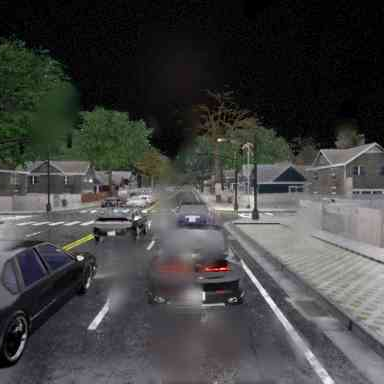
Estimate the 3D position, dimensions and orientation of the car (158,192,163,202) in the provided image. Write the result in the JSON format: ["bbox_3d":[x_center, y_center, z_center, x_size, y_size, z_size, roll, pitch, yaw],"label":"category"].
[{"bbox_3d":[-6.919,0.824,60.578,2.097,1.767,4.553,0,1,0],"label":"car"}]

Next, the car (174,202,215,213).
[{"bbox_3d":[0.114,1.286,17.576,2.097,1.767,4.553,0,0,2],"label":"car"}]

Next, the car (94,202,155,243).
[{"bbox_3d":[-3.238,1.439,15.802,2.128,1.511,4.902,0,0,0],"label":"car"}]

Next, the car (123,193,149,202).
[{"bbox_3d":[-6.824,1.255,41.012,1.812,1.442,4.674,0,1,0],"label":"car"}]

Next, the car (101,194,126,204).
[{"bbox_3d":[-10.088,1.283,42.091,1.994,1.385,4.181,0,1,0],"label":"car"}]

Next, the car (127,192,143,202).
[{"bbox_3d":[-10.168,0.845,59.479,2.097,1.767,4.553,0,1,0],"label":"car"}]

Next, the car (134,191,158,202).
[{"bbox_3d":[-6.881,0.854,50.690,2.150,2.045,5.566,0,1,0],"label":"car"}]

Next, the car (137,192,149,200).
[{"bbox_3d":[-10.151,0.832,69.151,1.994,1.385,4.181,0,1,0],"label":"car"}]

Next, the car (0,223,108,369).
[{"bbox_3d":[-3.173,1.539,5.642,2.033,1.411,5.357,0,0,0],"label":"car"}]

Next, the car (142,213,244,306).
[{"bbox_3d":[0.062,1.490,8.010,1.837,1.490,4.892,0,0,0],"label":"car"}]

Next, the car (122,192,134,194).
[{"bbox_3d":[-10.130,0.983,50.778,2.097,1.767,4.553,0,1,0],"label":"car"}]

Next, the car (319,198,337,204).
[{"bbox_3d":[12.416,1.269,30.835,4.674,1.442,1.812,0,1,-3],"label":"car"}]
